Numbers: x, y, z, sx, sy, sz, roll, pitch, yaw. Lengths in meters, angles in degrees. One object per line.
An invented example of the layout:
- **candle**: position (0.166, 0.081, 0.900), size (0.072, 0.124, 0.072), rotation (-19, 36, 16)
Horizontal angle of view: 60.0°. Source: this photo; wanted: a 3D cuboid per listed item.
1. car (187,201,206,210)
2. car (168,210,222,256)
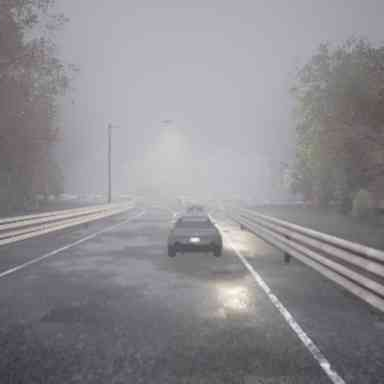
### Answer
- **car**: position (0.632, 1.745, 40.861), size (1.895, 1.301, 4.718), rotation (1, 0, 7)
- **car**: position (0.100, 1.620, 13.403), size (1.994, 1.385, 4.181), rotation (0, 0, 0)
